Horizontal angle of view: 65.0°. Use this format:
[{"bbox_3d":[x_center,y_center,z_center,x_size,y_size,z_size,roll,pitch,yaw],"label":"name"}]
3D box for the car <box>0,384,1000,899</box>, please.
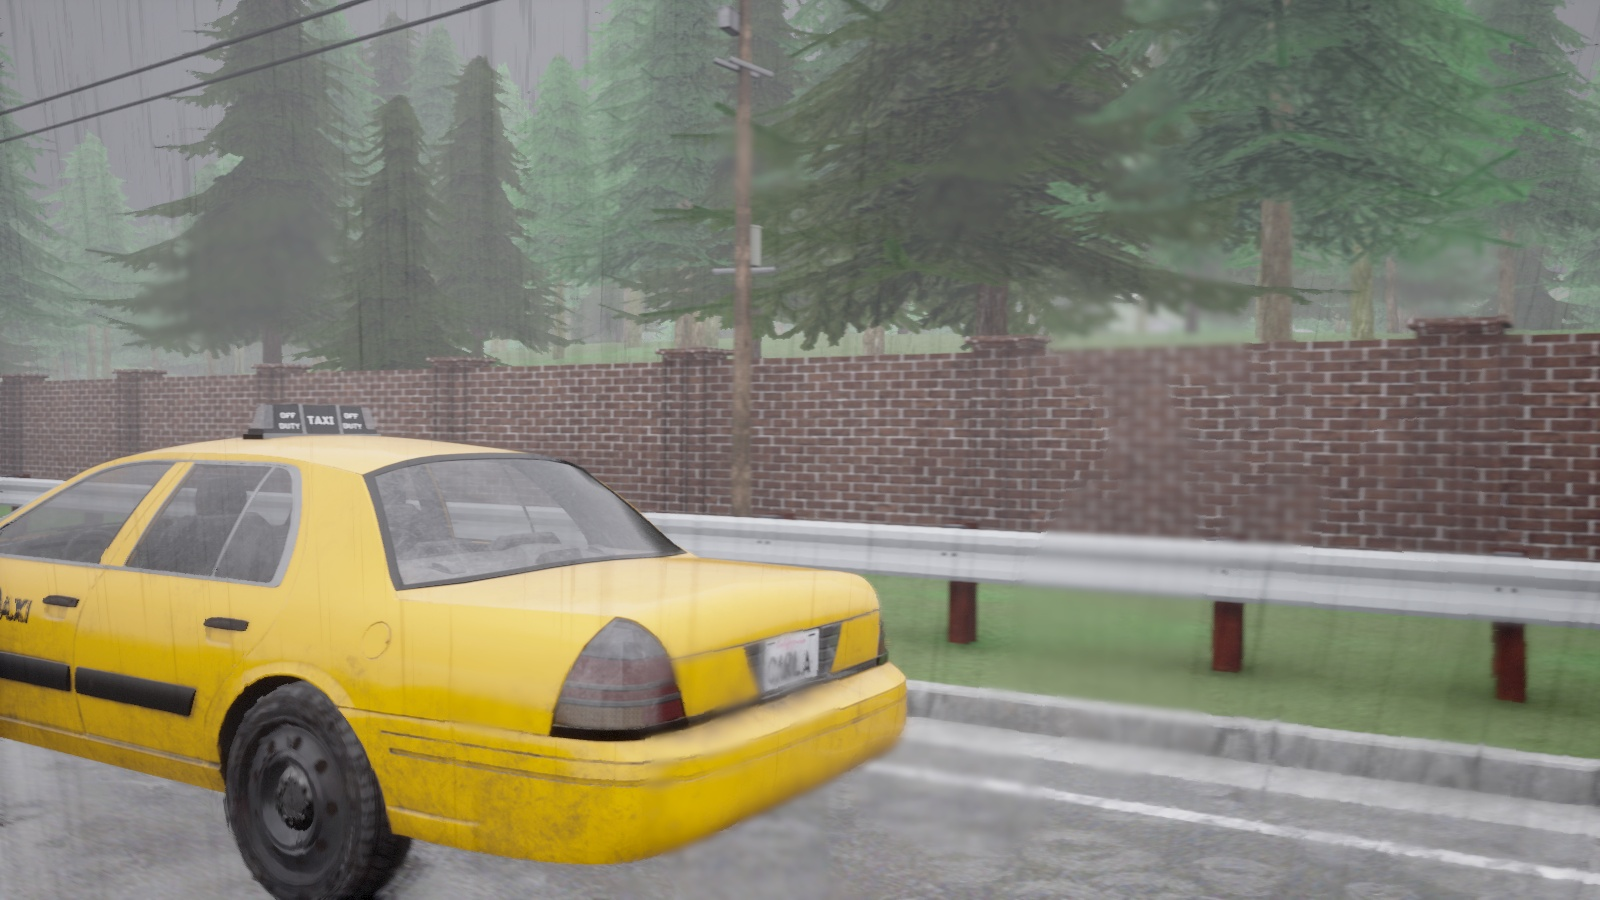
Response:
[{"bbox_3d":[-2.048,0.619,5.133,5.366,1.575,1.801,0,1,31],"label":"car"}]
